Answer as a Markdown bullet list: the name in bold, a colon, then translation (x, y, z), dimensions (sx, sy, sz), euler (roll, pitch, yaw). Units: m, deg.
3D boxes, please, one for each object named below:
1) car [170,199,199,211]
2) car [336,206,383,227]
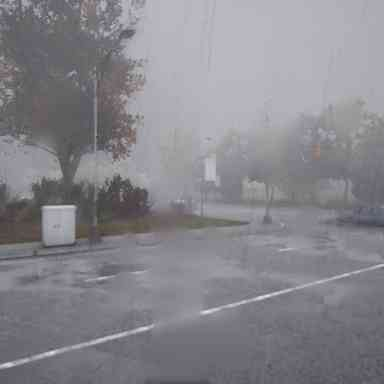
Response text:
- **car**: translation (-1.004, 1.530, 40.078), dimensions (1.812, 1.442, 4.674), euler (0, 0, -33)
- **car**: translation (11.642, 1.556, 20.468), dimensions (2.033, 1.411, 5.357), euler (0, 0, -30)
